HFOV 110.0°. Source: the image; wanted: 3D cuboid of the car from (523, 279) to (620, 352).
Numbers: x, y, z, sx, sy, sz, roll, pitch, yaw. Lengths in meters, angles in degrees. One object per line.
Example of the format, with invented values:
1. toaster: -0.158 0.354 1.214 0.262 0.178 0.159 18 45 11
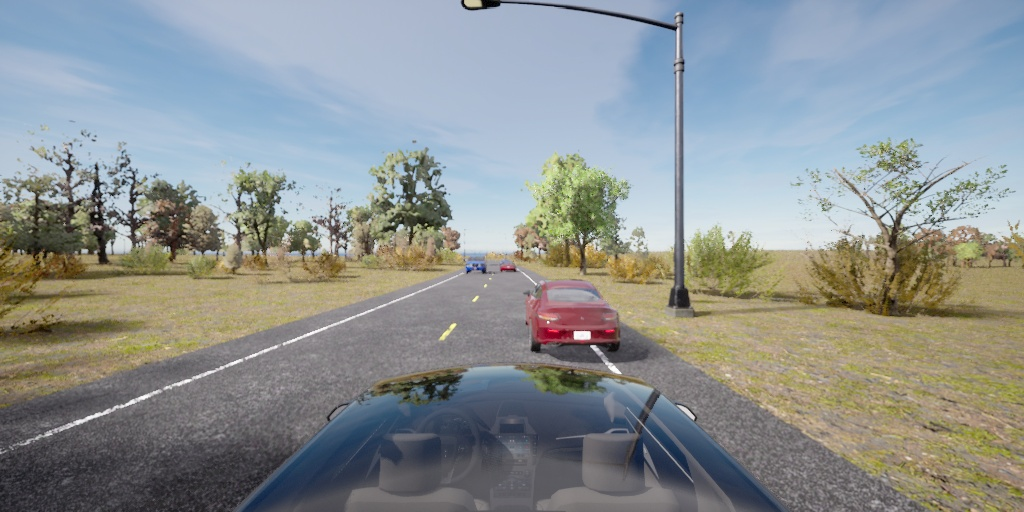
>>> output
1. car: 1.284 1.281 8.828 1.812 1.442 4.674 0 0 0

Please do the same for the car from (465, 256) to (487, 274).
1. car: -4.028 0.982 40.970 2.150 2.045 5.566 0 0 -2

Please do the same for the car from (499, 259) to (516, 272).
1. car: -0.514 1.319 46.075 1.994 1.385 4.181 0 0 -2
